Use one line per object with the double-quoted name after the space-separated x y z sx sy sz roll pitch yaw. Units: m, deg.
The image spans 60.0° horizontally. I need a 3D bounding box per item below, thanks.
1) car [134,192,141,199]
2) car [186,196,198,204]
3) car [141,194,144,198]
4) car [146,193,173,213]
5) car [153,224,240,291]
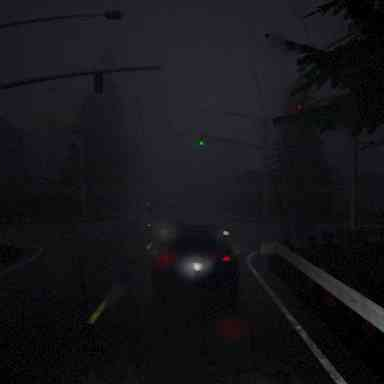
-16.731 0.953 90.340 3.866 1.878 1.905 0 0 0 "car"
0.030 1.443 59.886 1.812 1.442 4.674 0 0 0 "car"
-16.138 1.233 93.668 3.806 1.475 1.970 0 0 0 "car"
-3.572 1.303 35.797 2.097 1.767 4.553 0 0 0 "car"
0.094 1.550 9.020 1.994 1.385 4.181 0 0 0 "car"
